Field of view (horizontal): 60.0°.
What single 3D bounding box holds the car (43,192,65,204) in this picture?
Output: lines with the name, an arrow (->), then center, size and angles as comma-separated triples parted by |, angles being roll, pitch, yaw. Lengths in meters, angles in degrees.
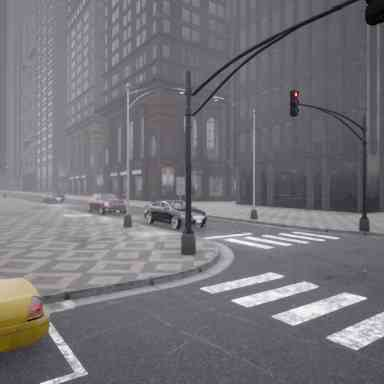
car -> -17.560, 0.697, 42.302 | 2.128, 1.511, 4.902 | 0, 1, -35

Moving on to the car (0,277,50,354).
car -> -4.223, 1.525, 3.641 | 4.829, 1.417, 1.752 | 0, 0, -35

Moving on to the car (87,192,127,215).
car -> -7.009, 0.876, 27.546 | 2.097, 1.767, 4.553 | 0, 1, -35

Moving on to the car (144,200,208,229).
car -> -1.056, 1.206, 19.242 | 2.128, 1.511, 4.902 | 0, 1, -36
